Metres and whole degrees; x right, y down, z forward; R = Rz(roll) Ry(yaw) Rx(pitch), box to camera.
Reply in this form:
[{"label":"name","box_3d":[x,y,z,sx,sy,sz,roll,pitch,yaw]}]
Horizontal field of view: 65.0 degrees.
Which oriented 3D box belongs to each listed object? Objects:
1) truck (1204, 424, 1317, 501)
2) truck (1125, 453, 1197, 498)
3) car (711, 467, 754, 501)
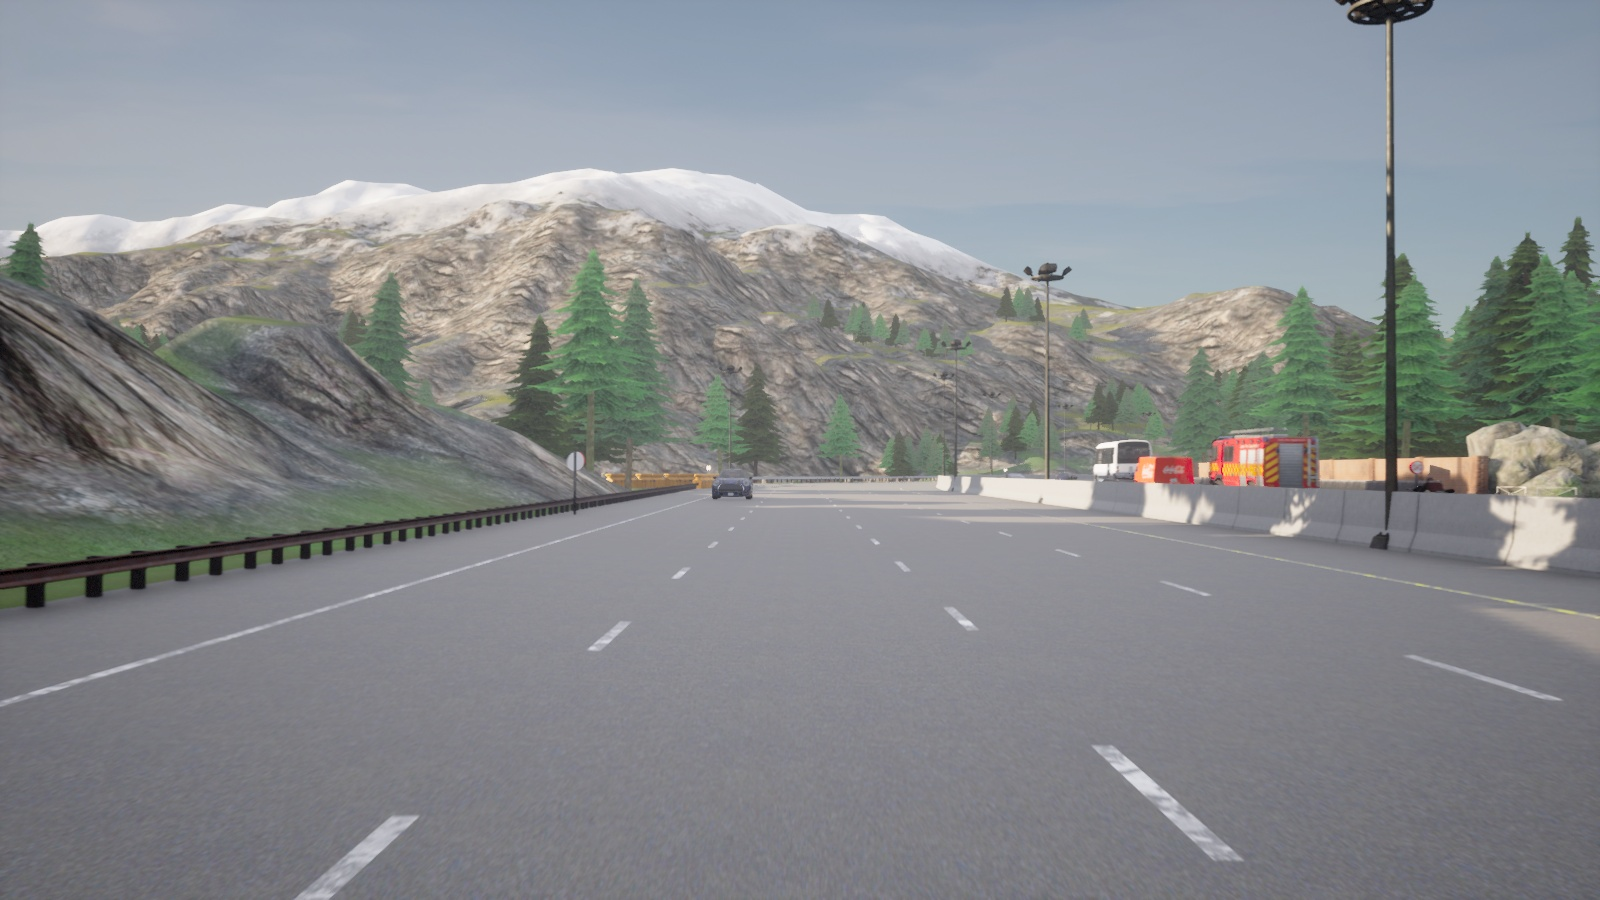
[{"label":"truck","box_3d":[24.334,0.672,66.866,2.891,3.827,8.468,0,-1,0]},{"label":"truck","box_3d":[20.822,1.465,72.700,2.627,2.467,5.204,0,-1,0]},{"label":"car","box_3d":[-3.667,1.842,68.939,2.097,1.767,4.553,0,-1,0]}]
